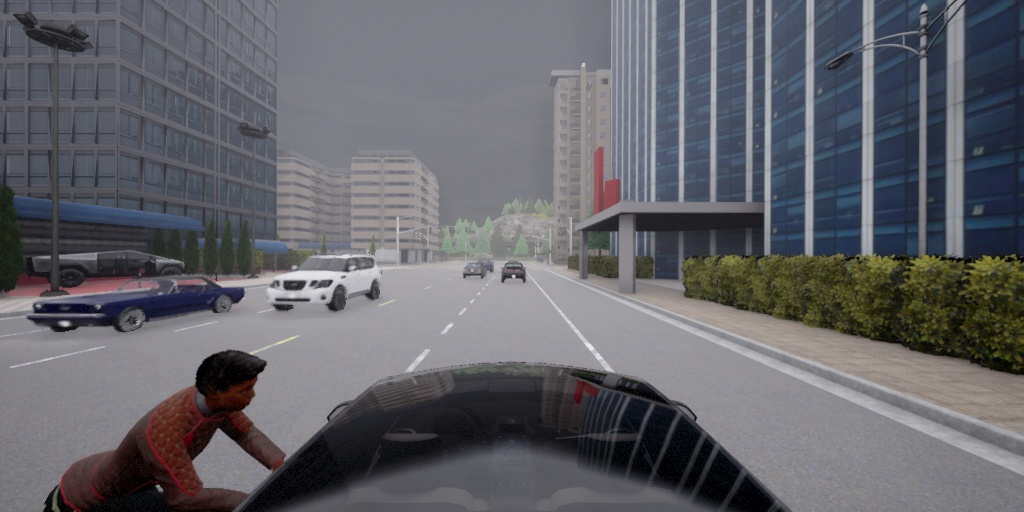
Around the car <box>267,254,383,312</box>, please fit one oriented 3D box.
[{"bbox_3d":[-7.101,0.939,14.351,2.150,2.045,5.566,0,0,0],"label":"car"}]

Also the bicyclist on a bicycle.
[{"bbox_3d":[-1.392,1.239,1.620,1.656,1.620,0.582,-1,6,-11],"label":"bicyclist on a bicycle"}]

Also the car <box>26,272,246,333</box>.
[{"bbox_3d":[-10.587,1.298,10.706,1.895,1.301,4.718,0,0,0],"label":"car"}]

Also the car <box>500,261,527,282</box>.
[{"bbox_3d":[0.133,1.260,28.799,1.837,1.490,4.892,0,-1,0],"label":"car"}]

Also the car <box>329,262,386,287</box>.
[{"bbox_3d":[-10.531,1.206,24.931,1.837,1.490,4.892,0,0,1],"label":"car"}]

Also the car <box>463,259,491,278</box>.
[{"bbox_3d":[-3.372,1.288,33.126,2.033,1.411,5.357,0,0,0],"label":"car"}]

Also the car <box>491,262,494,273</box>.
[{"bbox_3d":[-3.351,1.095,44.285,2.097,1.767,4.553,0,0,1],"label":"car"}]
